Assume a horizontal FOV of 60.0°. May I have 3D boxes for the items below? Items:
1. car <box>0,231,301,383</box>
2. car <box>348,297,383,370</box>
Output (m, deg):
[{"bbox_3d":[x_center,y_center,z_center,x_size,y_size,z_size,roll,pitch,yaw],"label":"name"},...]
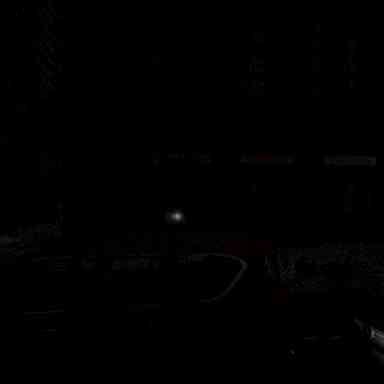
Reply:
[{"bbox_3d":[-1.291,1.438,3.892,5.009,1.841,2.192,0,-1,-5],"label":"car"},{"bbox_3d":[4.286,1.684,4.421,4.206,1.307,1.802,0,-1,-5],"label":"car"}]
